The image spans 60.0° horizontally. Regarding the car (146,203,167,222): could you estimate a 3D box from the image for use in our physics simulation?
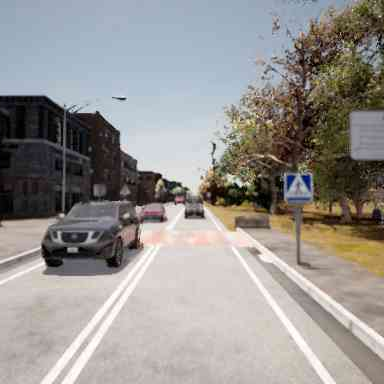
[{"bbox_3d":[-3.125,1.676,27.681,1.812,1.442,4.674,0,0,1],"label":"car"}]

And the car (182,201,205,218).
[{"bbox_3d":[0.231,1.778,32.016,1.895,1.301,4.718,0,0,1],"label":"car"}]

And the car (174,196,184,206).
[{"bbox_3d":[-2.601,1.882,70.948,2.150,2.045,5.566,0,-1,1],"label":"car"}]

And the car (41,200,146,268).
[{"bbox_3d":[-3.274,1.320,11.973,2.150,2.045,5.566,0,-2,1],"label":"car"}]

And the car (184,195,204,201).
[{"bbox_3d":[0.391,1.490,45.265,2.150,2.045,5.566,0,-1,1],"label":"car"}]
